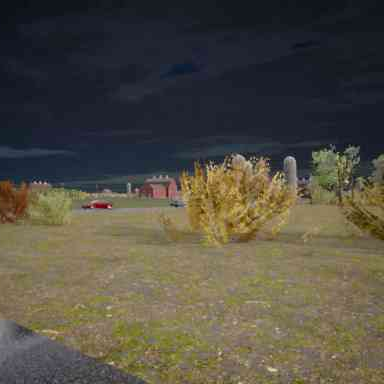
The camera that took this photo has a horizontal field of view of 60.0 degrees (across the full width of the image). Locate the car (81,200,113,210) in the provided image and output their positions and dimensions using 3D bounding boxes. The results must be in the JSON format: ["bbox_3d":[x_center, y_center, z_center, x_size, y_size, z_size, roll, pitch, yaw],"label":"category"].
[{"bbox_3d":[-13.933,1.888,49.212,1.882,1.535,5.008,-1,-2,36],"label":"car"}]

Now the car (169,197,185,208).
[{"bbox_3d":[-1.389,2.078,60.477,2.033,1.411,5.357,-1,-1,36],"label":"car"}]
